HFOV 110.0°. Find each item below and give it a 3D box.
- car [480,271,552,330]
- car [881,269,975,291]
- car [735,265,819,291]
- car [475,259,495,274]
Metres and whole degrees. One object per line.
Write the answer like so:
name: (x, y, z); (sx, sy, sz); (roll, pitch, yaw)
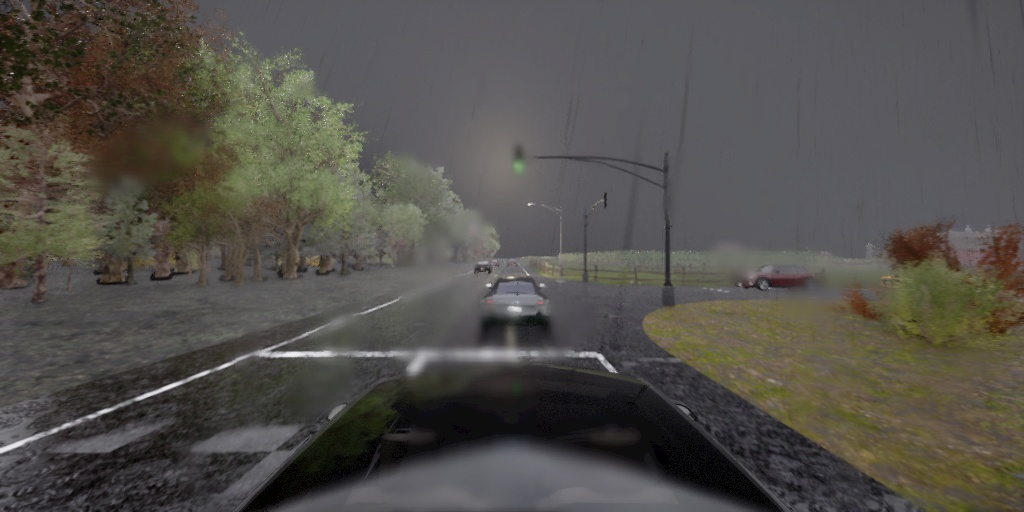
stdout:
car: (0.108, 1.334, 11.155); (1.994, 1.385, 4.181); (0, 0, 0)
car: (27.744, 1.625, 24.015); (5.008, 1.535, 1.882); (1, -1, 0)
car: (17.667, 1.390, 24.115); (4.553, 1.767, 2.097); (1, -1, 1)
car: (-3.361, 1.305, 43.014); (1.882, 1.535, 5.008); (0, 0, 0)
